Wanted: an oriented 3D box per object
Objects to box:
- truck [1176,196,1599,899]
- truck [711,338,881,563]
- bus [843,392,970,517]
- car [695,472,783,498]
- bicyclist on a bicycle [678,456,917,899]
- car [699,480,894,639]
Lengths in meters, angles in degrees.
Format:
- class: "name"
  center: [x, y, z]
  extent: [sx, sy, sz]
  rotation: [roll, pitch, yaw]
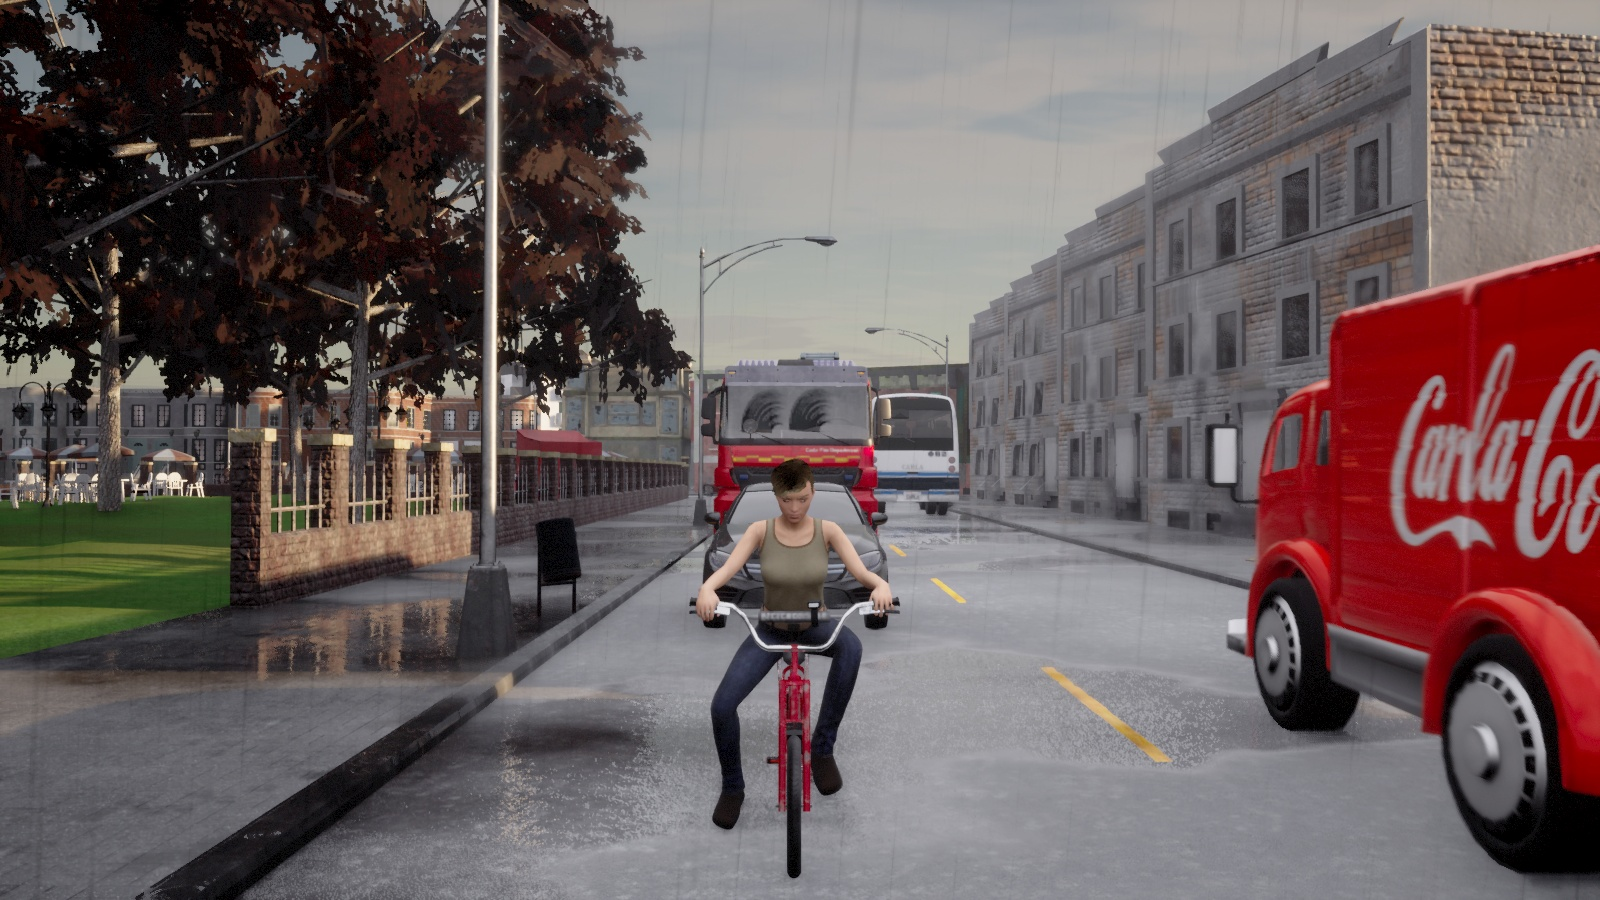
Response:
- class: "truck"
  center: [3.979, 0.416, 6.233]
  extent: [2.627, 2.467, 5.204]
  rotation: [0, -1, 0]
- class: "truck"
  center: [-0.086, 0.079, 25.617]
  extent: [2.891, 3.827, 8.468]
  rotation: [0, -1, 0]
- class: "bus"
  center: [3.818, 0.229, 48.150]
  extent: [3.944, 4.253, 10.273]
  rotation: [0, -1, 0]
- class: "car"
  center: [-3.671, 2.091, 75.237]
  extent: [4.792, 1.488, 2.163]
  rotation: [-1, -1, 24]
- class: "bicyclist on a bicycle"
  center: [-0.018, 0.841, 5.330]
  extent: [0.866, 1.612, 1.509]
  rotation: [0, -1, -1]
- class: "car"
  center: [-0.041, 1.076, 14.025]
  extent: [1.812, 1.442, 4.674]
  rotation: [0, -1, 0]
